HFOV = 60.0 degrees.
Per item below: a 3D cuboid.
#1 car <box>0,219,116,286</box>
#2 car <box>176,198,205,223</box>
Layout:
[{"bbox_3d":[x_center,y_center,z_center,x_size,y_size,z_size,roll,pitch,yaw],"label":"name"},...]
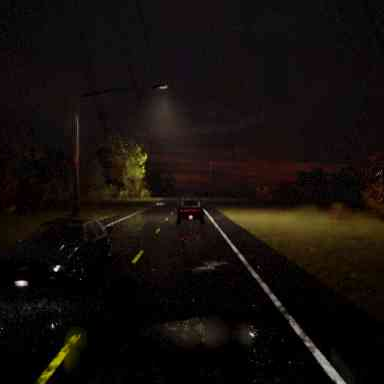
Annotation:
[{"bbox_3d":[-3.572,1.508,9.587,2.033,1.411,5.357,0,0,0],"label":"car"},{"bbox_3d":[-0.099,1.400,24.334,1.837,1.490,4.892,0,0,0],"label":"car"}]
